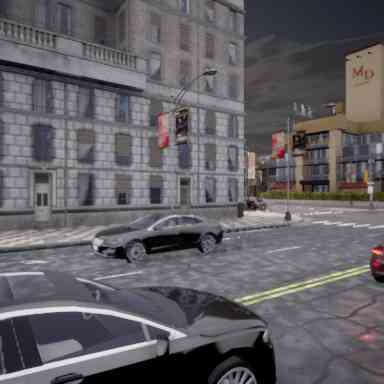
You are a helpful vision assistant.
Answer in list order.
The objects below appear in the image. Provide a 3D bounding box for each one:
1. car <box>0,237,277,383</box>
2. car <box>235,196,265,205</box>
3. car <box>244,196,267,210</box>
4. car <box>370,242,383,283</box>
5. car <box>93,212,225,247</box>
[{"bbox_3d":[-1.350,1.491,2.900,4.902,1.511,2.128,0,0,-34],"label":"car"},{"bbox_3d":[10.168,1.536,58.883,2.033,1.411,5.357,0,0,-37],"label":"car"},{"bbox_3d":[7.492,1.343,42.854,2.097,1.767,4.553,0,0,-36],"label":"car"},{"bbox_3d":[6.244,1.523,8.336,4.674,1.442,1.812,0,0,-36],"label":"car"},{"bbox_3d":[-1.047,1.490,11.898,4.902,1.511,2.128,0,0,-36],"label":"car"}]
